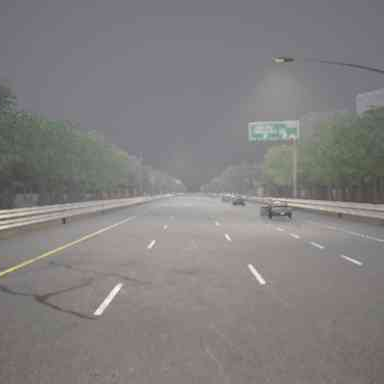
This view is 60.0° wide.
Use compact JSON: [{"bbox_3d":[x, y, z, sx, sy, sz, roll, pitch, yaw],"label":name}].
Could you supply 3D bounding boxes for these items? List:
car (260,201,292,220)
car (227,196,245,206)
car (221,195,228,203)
[{"bbox_3d":[7.061,1.479,28.337,2.128,1.511,4.902,0,0,0],"label":"car"},{"bbox_3d":[7.154,1.514,52.546,1.837,1.490,4.892,0,0,0],"label":"car"},{"bbox_3d":[7.222,1.473,70.349,2.128,1.511,4.902,0,0,0],"label":"car"}]
